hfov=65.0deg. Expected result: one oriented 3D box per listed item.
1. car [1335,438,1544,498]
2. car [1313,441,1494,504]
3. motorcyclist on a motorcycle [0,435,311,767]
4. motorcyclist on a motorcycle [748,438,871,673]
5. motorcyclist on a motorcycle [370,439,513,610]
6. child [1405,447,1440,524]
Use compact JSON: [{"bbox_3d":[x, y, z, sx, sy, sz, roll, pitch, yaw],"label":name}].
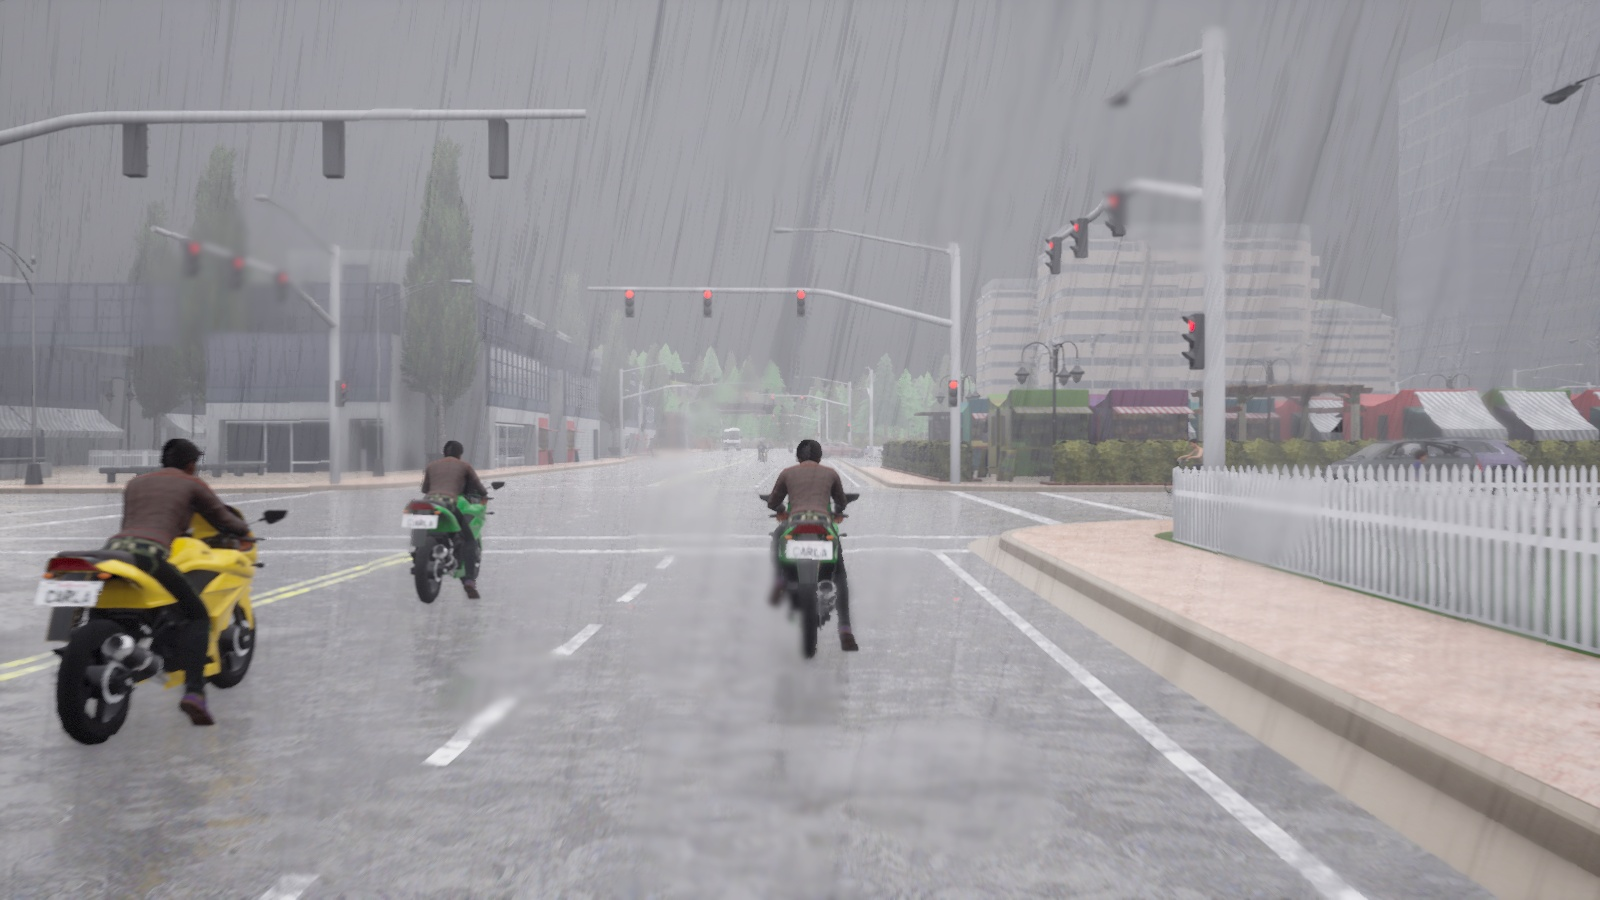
[{"bbox_3d":[17.914,0.492,35.341,4.856,1.649,2.033,0,0,-1],"label":"car"},{"bbox_3d":[15.211,0.558,31.787,3.705,1.549,1.789,0,0,-1],"label":"car"},{"bbox_3d":[-3.446,0.688,6.786,0.797,1.523,2.044,0,0,0],"label":"motorcyclist on a motorcycle"},{"bbox_3d":[0.067,0.677,9.152,0.797,1.523,2.044,0,0,0],"label":"motorcyclist on a motorcycle"},{"bbox_3d":[-3.416,0.657,12.174,0.797,1.523,2.044,0,0,0],"label":"motorcyclist on a motorcycle"},{"bbox_3d":[10.245,0.577,20.685,0.437,1.263,0.270,0,0,-1],"label":"child"}]
